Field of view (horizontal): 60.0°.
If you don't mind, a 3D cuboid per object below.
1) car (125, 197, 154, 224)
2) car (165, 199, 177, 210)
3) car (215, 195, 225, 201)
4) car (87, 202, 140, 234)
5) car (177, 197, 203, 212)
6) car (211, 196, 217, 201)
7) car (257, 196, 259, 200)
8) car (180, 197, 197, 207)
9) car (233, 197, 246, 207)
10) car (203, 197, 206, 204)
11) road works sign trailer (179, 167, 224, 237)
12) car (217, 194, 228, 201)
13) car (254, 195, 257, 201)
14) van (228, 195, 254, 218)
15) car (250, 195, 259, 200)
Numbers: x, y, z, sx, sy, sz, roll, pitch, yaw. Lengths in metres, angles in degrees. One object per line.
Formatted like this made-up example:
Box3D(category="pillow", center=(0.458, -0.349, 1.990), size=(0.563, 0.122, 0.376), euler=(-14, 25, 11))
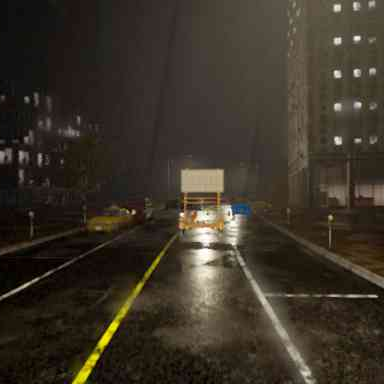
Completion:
Box3D(category="car", center=(-4.166, 1.310, 25.155), size=(2.192, 1.841, 5.009), euler=(1, 0, 5))
Box3D(category="car", center=(-2.238, 1.560, 42.228), size=(1.947, 1.339, 4.313), euler=(1, 0, 8))
Box3D(category="car", center=(7.223, 1.525, 86.095), size=(1.752, 1.417, 4.829), euler=(1, 0, 16))
Box3D(category="car", center=(-4.611, 1.520, 19.335), size=(1.752, 1.417, 4.829), euler=(1, 0, 3))
Box3D(category="car", center=(-0.171, 1.495, 38.861), size=(1.837, 1.490, 4.892), euler=(0, 0, 8))
Box3D(category="car", center=(5.769, 1.563, 80.969), size=(1.947, 1.339, 4.313), euler=(1, 0, 15))
Box3D(category="car", center=(15.689, 1.403, 86.437), size=(1.967, 1.590, 4.097), euler=(1, 0, 17))
Box3D(category="car", center=(-0.437, 1.558, 53.486), size=(1.947, 1.339, 4.313), euler=(1, 0, 10))
Box3D(category="car", center=(7.609, 1.497, 52.925), size=(1.752, 1.417, 4.829), euler=(1, 0, 10))
Box3D(category="car", center=(1.763, 1.574, 64.617), size=(1.802, 1.307, 4.206), euler=(1, 0, 12))
Box3D(category="road works sign trailer", center=(0.576, 0.457, 18.224), size=(2.380, 3.560, 2.880), euler=(0, 0, 5))
Box3D(category="car", center=(7.998, 1.257, 79.481), size=(2.097, 1.767, 4.553), euler=(0, 0, 15))
Box3D(category="car", center=(14.093, 1.528, 80.978), size=(1.947, 1.339, 4.313), euler=(1, 0, 16))
Box3D(category="van", center=(4.285, 1.327, 29.428), size=(1.690, 1.788, 3.998), euler=(1, 0, 6))
Box3D(category="car", center=(17.368, 1.507, 91.824), size=(1.887, 1.381, 4.507), euler=(1, 0, 18))
